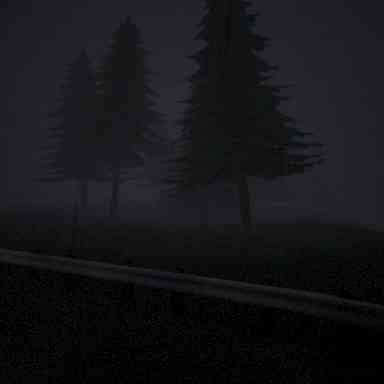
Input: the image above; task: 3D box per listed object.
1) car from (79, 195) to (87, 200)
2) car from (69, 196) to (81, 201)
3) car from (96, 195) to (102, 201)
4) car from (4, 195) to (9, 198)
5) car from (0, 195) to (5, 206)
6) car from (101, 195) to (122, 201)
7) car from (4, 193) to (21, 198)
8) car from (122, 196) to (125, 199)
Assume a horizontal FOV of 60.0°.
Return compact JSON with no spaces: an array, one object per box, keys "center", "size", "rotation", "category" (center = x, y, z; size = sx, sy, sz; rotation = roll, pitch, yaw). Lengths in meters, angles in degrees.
[{"center":[-29.656,1.595,90.481],"size":[1.895,1.301,4.718],"rotation":[0,0,-14],"category":"car"},{"center":[-28.481,1.595,80.871],"size":[1.895,1.301,4.718],"rotation":[0,0,-6],"category":"car"},{"center":[-21.357,1.500,79.111],"size":[1.837,1.490,4.892],"rotation":[0,0,-2],"category":"car"},{"center":[-26.924,1.525,43.488],"size":[1.812,1.442,4.674],"rotation":[0,0,16],"category":"car"},{"center":[-24.706,1.477,38.444],"size":[1.882,1.535,5.008],"rotation":[0,0,16],"category":"car"},{"center":[-17.819,1.541,73.942],"size":[2.033,1.411,5.357],"rotation":[0,0,2],"category":"car"},{"center":[-38.980,1.225,71.219],"size":[2.150,2.045,5.566],"rotation":[0,0,5],"category":"car"},{"center":[-18.529,1.595,86.902],"size":[1.895,1.301,4.718],"rotation":[0,0,-10],"category":"car"}]
